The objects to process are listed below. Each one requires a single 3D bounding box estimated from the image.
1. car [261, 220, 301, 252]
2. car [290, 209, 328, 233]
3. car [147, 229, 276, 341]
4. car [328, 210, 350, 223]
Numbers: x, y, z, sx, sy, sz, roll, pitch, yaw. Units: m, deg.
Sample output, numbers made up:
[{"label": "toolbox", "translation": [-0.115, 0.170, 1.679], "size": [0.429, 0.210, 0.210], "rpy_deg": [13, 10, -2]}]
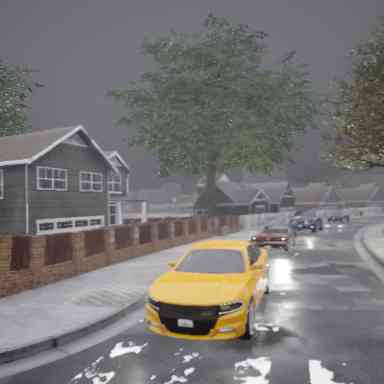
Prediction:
[{"label": "car", "translation": [4.680, 2.487, 18.541], "size": [1.895, 1.301, 4.718], "rpy_deg": [-3, -3, 24]}, {"label": "car", "translation": [10.360, 2.560, 29.989], "size": [2.150, 2.045, 5.566], "rpy_deg": [-3, -4, 30]}, {"label": "car", "translation": [0.673, 1.890, 7.650], "size": [1.882, 1.535, 5.008], "rpy_deg": [-2, -3, 18]}, {"label": "car", "translation": [18.841, 3.084, 42.698], "size": [1.837, 1.490, 4.892], "rpy_deg": [-3, -4, 38]}]
